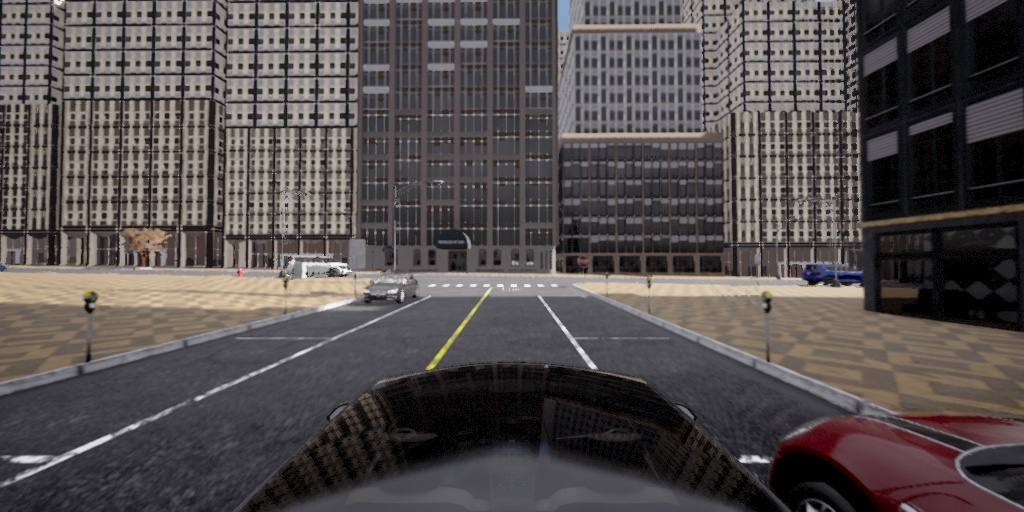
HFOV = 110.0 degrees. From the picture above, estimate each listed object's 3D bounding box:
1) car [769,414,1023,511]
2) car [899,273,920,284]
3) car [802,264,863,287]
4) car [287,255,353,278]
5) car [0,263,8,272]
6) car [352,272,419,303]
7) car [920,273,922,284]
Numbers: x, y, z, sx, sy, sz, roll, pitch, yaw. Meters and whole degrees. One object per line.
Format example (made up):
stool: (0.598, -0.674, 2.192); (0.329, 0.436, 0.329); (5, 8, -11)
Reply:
car: (2.692, 1.178, 0.771); (1.967, 1.591, 4.097); (0, 0, 0)
car: (48.909, 2.685, 42.701); (4.181, 1.385, 1.994); (1, -1, 1)
car: (30.112, 1.779, 33.192); (5.566, 2.045, 2.150); (1, -1, 1)
car: (-18.053, 1.005, 33.801); (5.566, 2.045, 2.150); (1, -1, 1)
car: (-51.185, 0.855, 34.207); (4.181, 1.385, 1.994); (1, -1, 1)
car: (-5.819, 1.497, 17.704); (2.007, 1.370, 4.403); (0, 0, 0)
car: (48.858, 2.540, 39.455); (4.902, 1.511, 2.128); (1, -1, 1)
